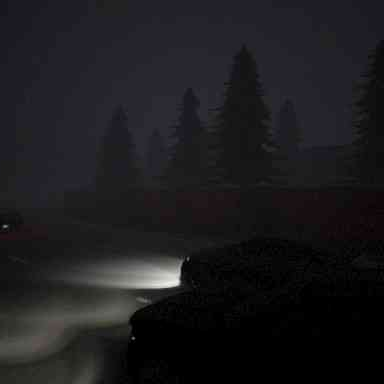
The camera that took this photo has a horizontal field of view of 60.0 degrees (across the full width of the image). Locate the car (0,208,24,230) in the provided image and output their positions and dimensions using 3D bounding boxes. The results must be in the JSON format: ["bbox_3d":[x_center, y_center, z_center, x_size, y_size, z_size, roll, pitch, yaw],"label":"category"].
[{"bbox_3d":[-11.939,1.646,20.479,1.895,1.301,4.718,0,0,-40],"label":"car"}]

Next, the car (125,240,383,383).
[{"bbox_3d":[1.537,1.489,3.031,5.008,1.535,1.882,0,0,36],"label":"car"}]

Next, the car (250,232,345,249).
[{"bbox_3d":[1.769,1.587,7.254,4.181,1.385,1.994,0,0,38],"label":"car"}]
